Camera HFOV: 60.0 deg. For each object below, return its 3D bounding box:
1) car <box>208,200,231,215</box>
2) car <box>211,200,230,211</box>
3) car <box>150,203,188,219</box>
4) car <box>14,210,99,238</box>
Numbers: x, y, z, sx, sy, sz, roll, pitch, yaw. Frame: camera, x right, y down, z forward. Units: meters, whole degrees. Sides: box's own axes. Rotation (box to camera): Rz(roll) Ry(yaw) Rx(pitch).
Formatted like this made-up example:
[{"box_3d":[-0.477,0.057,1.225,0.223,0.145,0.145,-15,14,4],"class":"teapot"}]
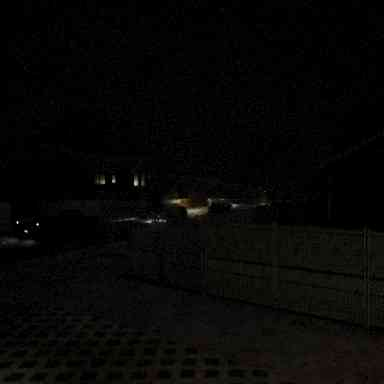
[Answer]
[{"box_3d":[3.279,1.915,38.452,2.128,1.511,4.902,1,0,19],"class":"car"},{"box_3d":[4.356,2.014,50.949,1.882,1.535,5.008,1,-1,16],"class":"car"},{"box_3d":[-2.102,1.820,32.213,2.033,1.411,5.357,1,0,21],"class":"car"},{"box_3d":[-7.583,1.720,19.012,1.895,1.301,4.718,1,0,24],"class":"car"}]
